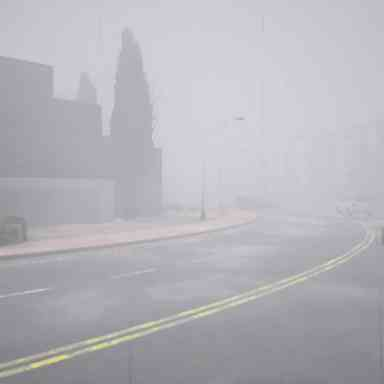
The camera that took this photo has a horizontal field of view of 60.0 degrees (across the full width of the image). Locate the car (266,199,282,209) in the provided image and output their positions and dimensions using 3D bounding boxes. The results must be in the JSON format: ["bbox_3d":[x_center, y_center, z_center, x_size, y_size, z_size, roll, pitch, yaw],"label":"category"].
[{"bbox_3d":[12.045,1.807,51.196,1.837,1.490,4.892,0,-1,-13],"label":"car"}]

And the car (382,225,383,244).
[{"bbox_3d":[10.059,1.651,15.534,1.994,1.385,4.181,0,0,33],"label":"car"}]

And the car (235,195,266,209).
[{"bbox_3d":[8.495,1.523,50.531,2.150,2.045,5.566,0,-1,-16],"label":"car"}]

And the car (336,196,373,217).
[{"bbox_3d":[16.823,1.419,34.618,2.150,2.045,5.566,0,0,7],"label":"car"}]
